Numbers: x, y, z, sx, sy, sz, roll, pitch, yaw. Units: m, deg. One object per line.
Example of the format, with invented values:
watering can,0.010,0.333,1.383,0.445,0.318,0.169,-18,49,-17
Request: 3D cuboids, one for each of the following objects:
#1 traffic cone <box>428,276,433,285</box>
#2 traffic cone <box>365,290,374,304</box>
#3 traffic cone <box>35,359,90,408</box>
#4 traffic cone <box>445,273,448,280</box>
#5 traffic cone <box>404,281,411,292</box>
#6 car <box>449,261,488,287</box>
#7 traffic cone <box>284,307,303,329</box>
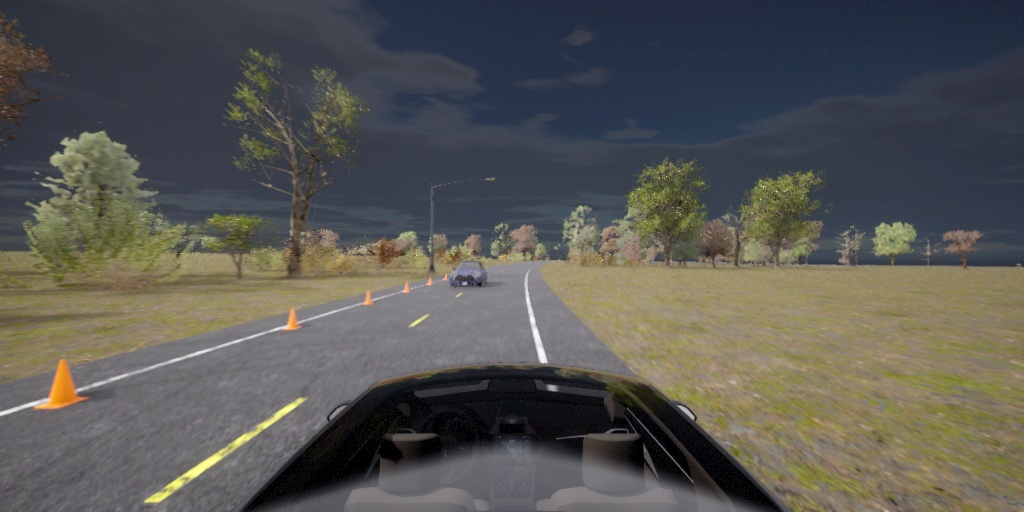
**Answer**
traffic cone,-5.686,1.709,24.944,0.340,0.580,0.340,0,0,2
traffic cone,-5.957,1.699,14.896,0.340,0.580,0.340,0,0,1
traffic cone,-6.066,1.692,4.845,0.340,0.580,0.340,0,0,0
traffic cone,-5.492,1.716,29.965,0.340,0.580,0.340,0,0,2
traffic cone,-5.841,1.704,19.920,0.340,0.580,0.340,0,0,2
car,-2.842,1.111,24.294,2.097,1.767,4.553,0,0,2
traffic cone,-6.031,1.695,9.871,0.340,0.580,0.340,0,0,1
